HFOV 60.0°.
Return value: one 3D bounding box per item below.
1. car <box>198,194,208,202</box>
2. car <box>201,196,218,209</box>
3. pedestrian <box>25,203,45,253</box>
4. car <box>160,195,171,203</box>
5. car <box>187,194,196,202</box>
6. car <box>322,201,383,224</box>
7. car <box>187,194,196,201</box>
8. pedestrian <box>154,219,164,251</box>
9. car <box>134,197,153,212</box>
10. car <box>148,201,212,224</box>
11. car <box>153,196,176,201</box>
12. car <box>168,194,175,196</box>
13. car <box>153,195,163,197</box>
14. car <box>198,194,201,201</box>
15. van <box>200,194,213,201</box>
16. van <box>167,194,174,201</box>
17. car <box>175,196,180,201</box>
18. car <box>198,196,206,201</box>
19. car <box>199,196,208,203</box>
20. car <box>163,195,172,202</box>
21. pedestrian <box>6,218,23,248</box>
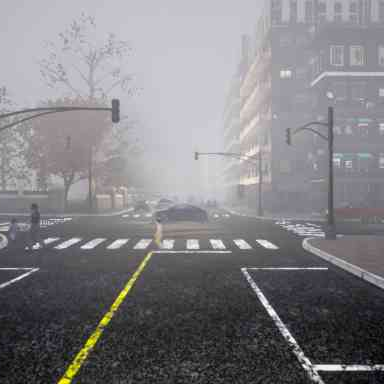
[{"bbox_3d":[2.543,1.401,79.148,2.192,1.841,5.009,0,0,0],"label":"car"},{"bbox_3d":[2.608,1.574,45.367,1.887,1.381,4.507,0,0,0],"label":"car"},{"bbox_3d":[-5.747,1.296,12.192,0.375,1.860,0.375,0,0,0],"label":"pedestrian"},{"bbox_3d":[-5.827,1.515,73.503,1.967,1.590,4.097,0,0,0],"label":"car"},{"bbox_3d":[-0.148,1.318,78.837,2.097,1.767,4.553,0,0,0],"label":"car"},{"bbox_3d":[13.415,1.609,27.435,5.009,1.841,2.192,1,-1,-1],"label":"car"},{"bbox_3d":[-0.130,1.612,68.448,2.033,1.411,5.357,0,0,0],"label":"car"},{"bbox_3d":[-1.175,1.578,12.800,0.375,1.300,0.375,0,0,0],"label":"pedestrian"},{"bbox_3d":[-5.762,1.589,39.721,1.947,1.339,4.313,0,0,0],"label":"car"},{"bbox_3d":[-0.861,1.573,24.658,4.181,1.385,1.994,0,0,-1],"label":"car"},{"bbox_3d":[-3.167,1.548,39.128,1.812,1.442,4.674,0,0,0],"label":"car"},{"bbox_3d":[-3.187,1.551,60.266,1.837,1.490,4.892,0,1,0],"label":"car"},{"bbox_3d":[-5.783,1.561,50.812,1.752,1.417,4.829,0,0,0],"label":"car"},{"bbox_3d":[2.575,1.494,62.258,1.967,1.590,4.097,0,0,0],"label":"car"},{"bbox_3d":[2.597,1.377,50.998,1.690,1.788,3.998,0,0,0],"label":"van"},{"bbox_3d":[-5.860,1.453,90.393,1.690,1.788,3.998,0,0,0],"label":"van"},{"bbox_3d":[-3.185,1.635,49.051,1.895,1.301,4.718,0,0,0],"label":"car"},{"bbox_3d":[2.531,1.649,84.779,2.008,1.369,4.403,0,0,0],"label":"car"},{"bbox_3d":[2.553,1.619,73.518,1.887,1.381,4.507,0,0,0],"label":"car"},{"bbox_3d":[-5.837,1.526,79.132,1.967,1.590,4.097,0,0,0],"label":"car"},{"bbox_3d":[-7.157,1.296,13.391,0.375,1.860,0.375,0,0,0],"label":"pedestrian"}]
